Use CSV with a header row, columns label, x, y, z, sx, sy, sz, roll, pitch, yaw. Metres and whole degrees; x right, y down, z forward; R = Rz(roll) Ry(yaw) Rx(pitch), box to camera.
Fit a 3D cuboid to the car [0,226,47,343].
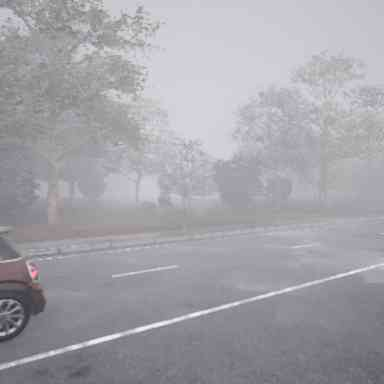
label,x,y,z,sx,sy,sz,roll,pitch,yaw
car,-4.683,1.357,4.828,4.553,1.767,2.097,0,0,-35
